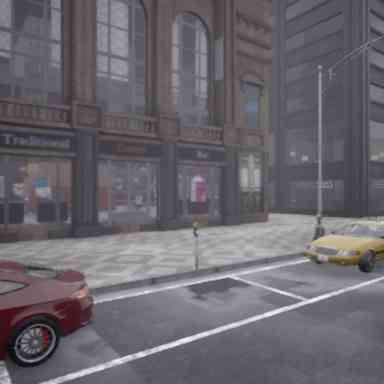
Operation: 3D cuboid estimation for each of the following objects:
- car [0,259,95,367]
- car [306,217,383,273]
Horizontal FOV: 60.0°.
[{"bbox_3d":[-3.400,1.583,4.223,4.206,1.307,1.802,0,0,-35],"label":"car"},{"bbox_3d":[5.611,1.514,10.650,4.829,1.417,1.752,0,0,-35],"label":"car"}]
